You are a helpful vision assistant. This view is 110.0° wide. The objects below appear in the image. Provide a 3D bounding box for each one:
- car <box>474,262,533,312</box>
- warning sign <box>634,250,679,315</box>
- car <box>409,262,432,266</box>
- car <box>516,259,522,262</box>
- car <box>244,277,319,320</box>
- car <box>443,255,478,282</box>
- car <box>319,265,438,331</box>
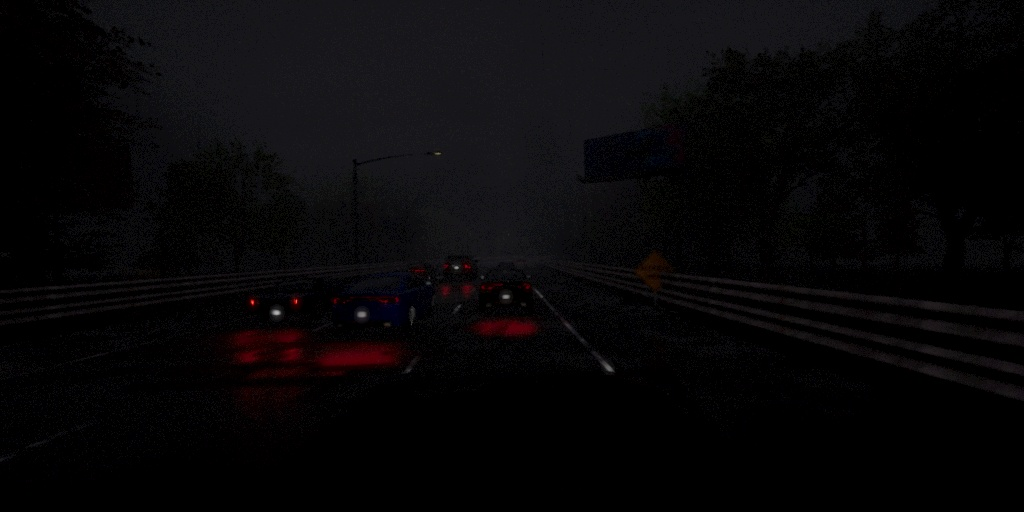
[{"bbox_3d":[-0.238,1.168,14.146,1.882,1.535,5.008,-1,0,-1],"label":"car"},{"bbox_3d":[4.329,0.740,10.828,1.300,1.860,1.060,0,0,-2],"label":"warning sign"},{"bbox_3d":[-7.455,1.251,29.630,1.837,1.490,4.892,-1,1,0],"label":"car"},{"bbox_3d":[-0.453,1.178,30.233,1.994,1.385,4.181,-1,0,0],"label":"car"},{"bbox_3d":[-7.217,1.423,13.139,1.895,1.301,4.718,-1,0,-1],"label":"car"},{"bbox_3d":[-3.964,0.911,28.390,2.150,2.045,5.566,-1,1,0],"label":"car"},{"bbox_3d":[-3.685,1.246,11.181,1.882,1.535,5.008,-1,0,-1],"label":"car"}]
